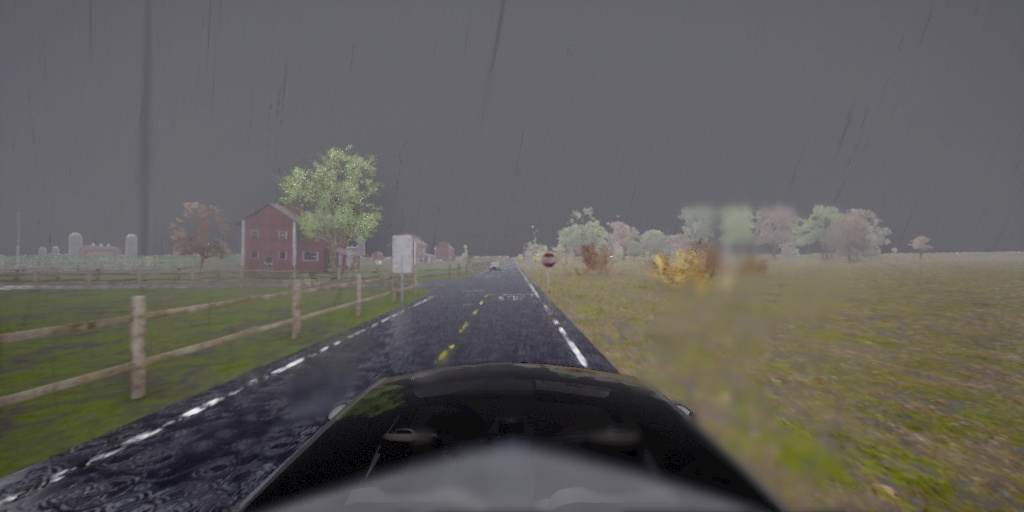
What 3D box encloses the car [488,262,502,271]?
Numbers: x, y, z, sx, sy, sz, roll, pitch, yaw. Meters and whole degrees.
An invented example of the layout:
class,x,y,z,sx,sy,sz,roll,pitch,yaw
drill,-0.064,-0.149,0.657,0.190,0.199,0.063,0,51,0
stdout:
class,x,y,z,sx,sy,sz,roll,pitch,yaw
car,-2.730,1.660,57.845,1.837,1.490,4.892,0,0,0
